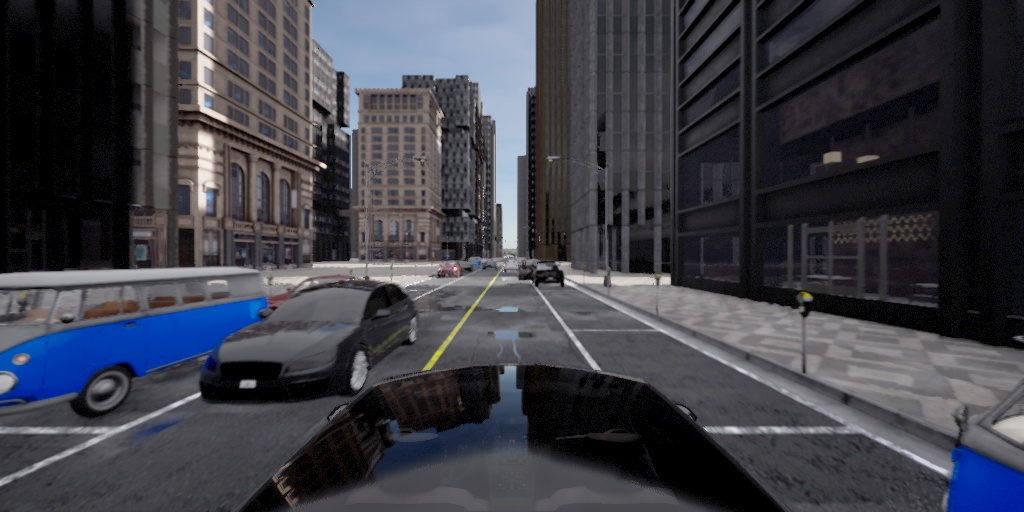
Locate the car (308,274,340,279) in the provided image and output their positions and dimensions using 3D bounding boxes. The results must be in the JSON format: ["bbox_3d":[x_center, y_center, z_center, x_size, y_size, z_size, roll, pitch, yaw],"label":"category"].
[{"bbox_3d":[-5.766,1.288,11.247,1.888,1.381,4.507,0,0,0],"label":"car"}]

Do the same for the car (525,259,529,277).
[{"bbox_3d":[2.752,1.284,39.456,1.948,1.339,4.313,0,0,0],"label":"car"}]

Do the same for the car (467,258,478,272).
[{"bbox_3d":[-5.774,1.276,45.093,1.948,1.339,4.313,0,0,0],"label":"car"}]

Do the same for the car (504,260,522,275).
[{"bbox_3d":[0.006,1.237,44.865,1.812,1.442,4.674,0,0,0],"label":"car"}]

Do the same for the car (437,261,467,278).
[{"bbox_3d":[-5.772,1.163,33.810,1.967,1.591,4.097,0,0,0],"label":"car"}]

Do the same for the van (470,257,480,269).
[{"bbox_3d":[-5.777,1.035,56.375,1.690,1.789,3.998,0,0,0],"label":"van"}]

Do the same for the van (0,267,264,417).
[{"bbox_3d":[-5.764,1.087,5.607,1.690,1.789,3.998,0,0,0],"label":"van"}]

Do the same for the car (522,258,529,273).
[{"bbox_3d":[2.749,1.229,50.907,1.751,1.417,4.829,0,0,0],"label":"car"}]

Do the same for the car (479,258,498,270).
[{"bbox_3d":[-3.077,1.267,50.508,1.994,1.385,4.181,0,0,0],"label":"car"}]

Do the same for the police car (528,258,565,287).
[{"bbox_3d":[2.360,1.159,24.379,1.930,1.638,5.238,0,0,0],"label":"police car"}]

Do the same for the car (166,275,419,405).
[{"bbox_3d":[-3.102,1.251,6.637,1.837,1.490,4.892,0,0,0],"label":"car"}]
